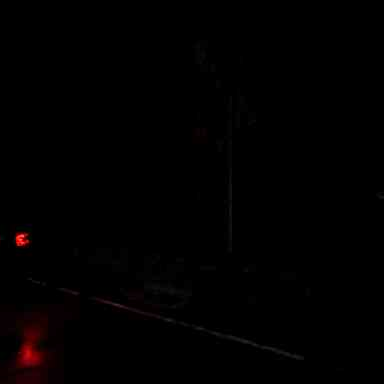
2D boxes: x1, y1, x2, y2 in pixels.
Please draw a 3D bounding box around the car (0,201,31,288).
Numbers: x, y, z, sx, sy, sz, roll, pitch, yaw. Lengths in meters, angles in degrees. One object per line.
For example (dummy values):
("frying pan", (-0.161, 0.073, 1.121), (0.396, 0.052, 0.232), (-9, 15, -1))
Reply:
("car", (-6.122, 1.221, 8.004), (5.566, 2.045, 2.150), (-1, -1, 36))
